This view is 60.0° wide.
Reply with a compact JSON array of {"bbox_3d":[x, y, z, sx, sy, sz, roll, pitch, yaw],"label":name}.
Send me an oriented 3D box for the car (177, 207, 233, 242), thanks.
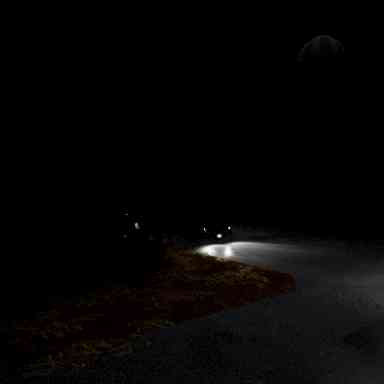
[{"bbox_3d":[-0.422,1.469,16.169,2.033,1.411,5.357,1,0,-36],"label":"car"}]
